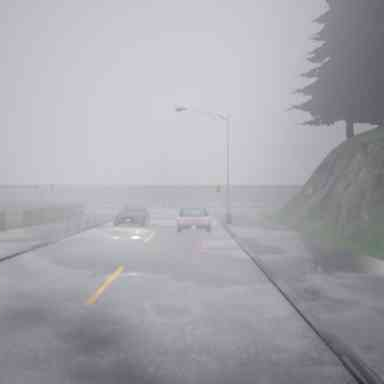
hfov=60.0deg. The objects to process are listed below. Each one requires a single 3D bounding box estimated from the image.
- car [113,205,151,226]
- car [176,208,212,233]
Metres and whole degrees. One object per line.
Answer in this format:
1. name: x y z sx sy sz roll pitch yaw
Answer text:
1. car: -4.002 1.573 22.782 1.994 1.385 4.181 0 0 0
2. car: 0.098 1.571 19.567 1.895 1.301 4.718 0 0 0
